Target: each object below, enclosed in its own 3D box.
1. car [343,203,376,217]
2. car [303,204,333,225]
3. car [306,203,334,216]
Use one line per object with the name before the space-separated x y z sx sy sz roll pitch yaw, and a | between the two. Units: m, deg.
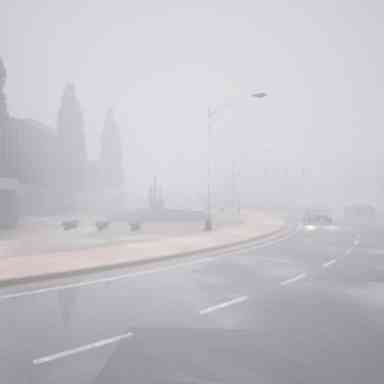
car | 18.905 2.028 37.784 2.128 1.511 4.902 0 -1 2
car | 10.550 1.909 28.123 1.812 1.442 4.674 0 -1 11
car | 15.351 2.113 40.190 1.994 1.385 4.181 0 -1 3
